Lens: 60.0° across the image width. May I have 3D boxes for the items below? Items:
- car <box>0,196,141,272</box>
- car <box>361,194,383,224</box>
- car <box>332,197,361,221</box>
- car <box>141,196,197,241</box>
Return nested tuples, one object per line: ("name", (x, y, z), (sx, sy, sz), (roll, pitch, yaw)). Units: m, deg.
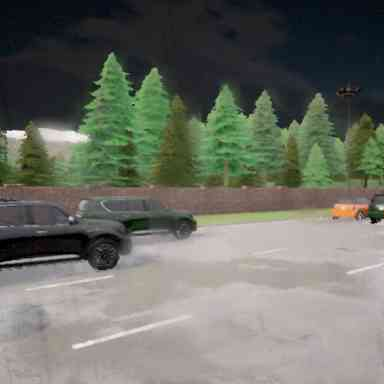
("car", (-4.480, 1.216, 9.149), (5.566, 2.045, 2.150), (0, 0, -35))
("car", (14.011, 1.125, 22.339), (5.566, 2.045, 2.150), (0, 0, -36))
("car", (12.953, 1.251, 25.882), (4.553, 1.767, 2.097), (0, 0, -35))
("car", (-2.425, 1.196, 14.914), (5.566, 2.045, 2.150), (0, 0, -36))
